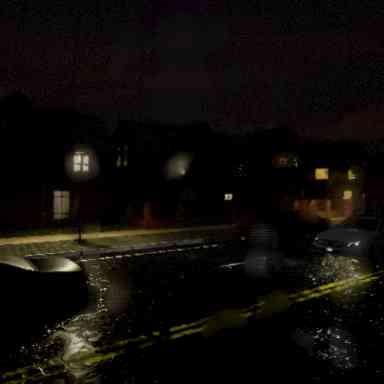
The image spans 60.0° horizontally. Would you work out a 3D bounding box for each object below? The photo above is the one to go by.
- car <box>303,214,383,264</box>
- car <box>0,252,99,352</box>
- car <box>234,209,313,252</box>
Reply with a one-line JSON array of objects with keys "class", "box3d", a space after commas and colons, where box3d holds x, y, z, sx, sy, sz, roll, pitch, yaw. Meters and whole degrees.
[{"class": "car", "box3d": [6.390, 1.592, 12.150, 4.674, 1.442, 1.812, 0, 0, -35]}, {"class": "car", "box3d": [-4.142, 1.544, 4.652, 5.357, 1.411, 2.033, 0, 0, -35]}, {"class": "car", "box3d": [4.046, 1.541, 14.475, 5.008, 1.535, 1.882, 0, 0, -35]}]
